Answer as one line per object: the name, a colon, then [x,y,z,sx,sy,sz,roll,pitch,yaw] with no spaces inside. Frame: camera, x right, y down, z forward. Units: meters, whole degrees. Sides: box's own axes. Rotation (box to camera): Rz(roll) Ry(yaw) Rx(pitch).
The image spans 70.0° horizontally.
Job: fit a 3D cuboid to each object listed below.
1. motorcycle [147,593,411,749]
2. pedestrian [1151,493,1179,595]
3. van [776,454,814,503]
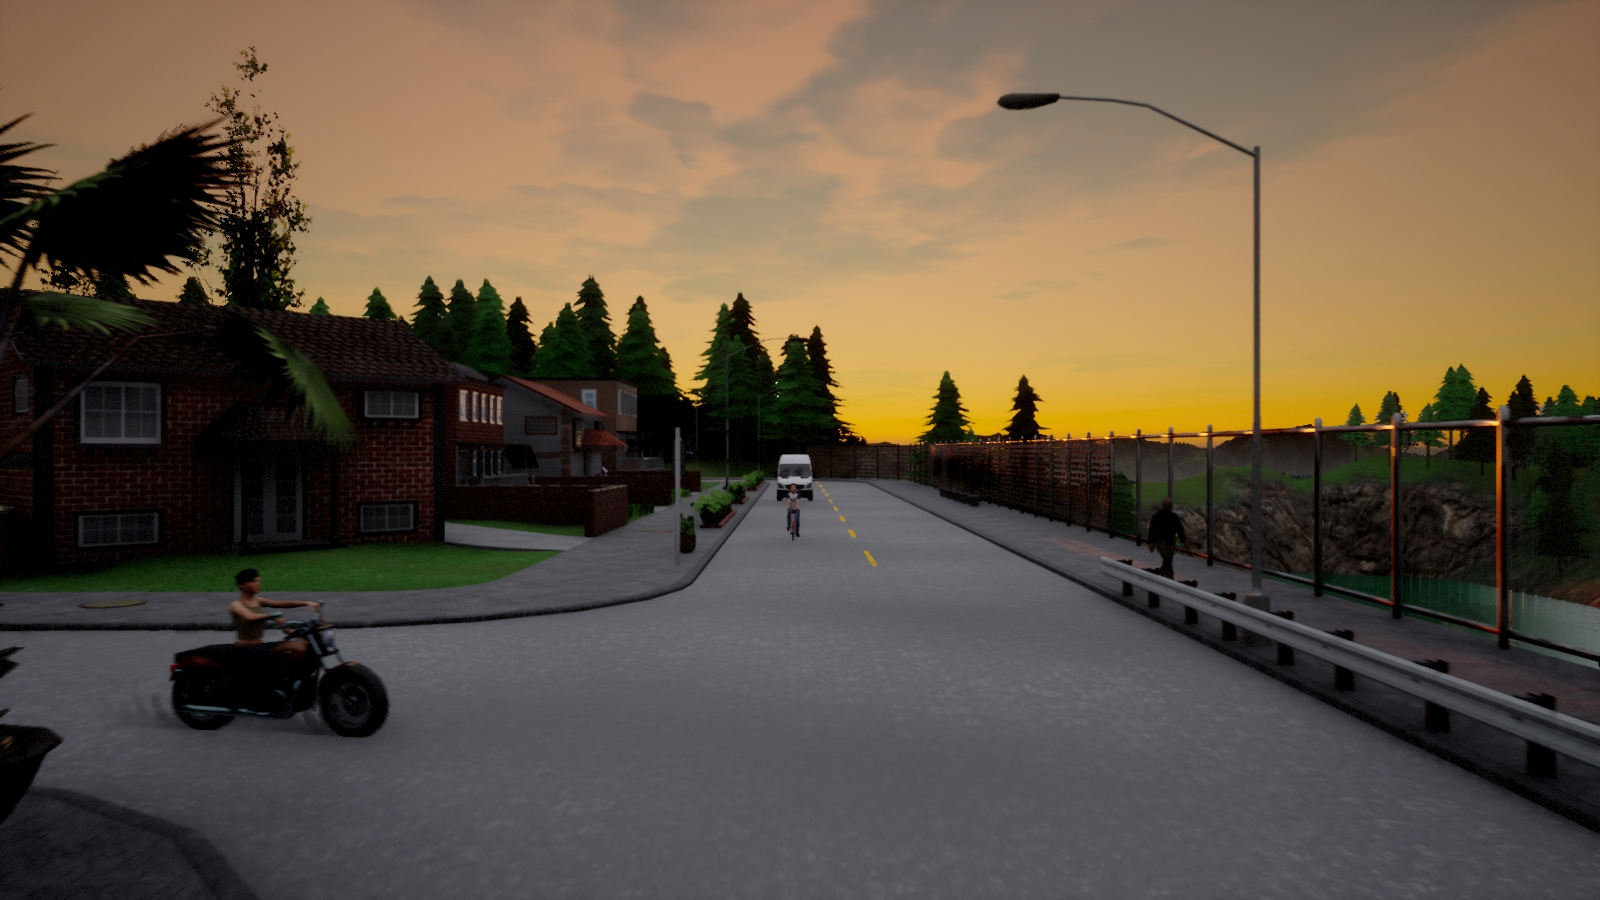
motorcycle: [-5.147,2.155,11.333,2.356,1.307,0.764,0,1,10]
pedestrian: [6.824,1.743,21.346,0.375,1.860,0.375,0,0,-8]
van: [-0.279,1.534,63.527,1.988,2.561,5.915,0,0,0]
